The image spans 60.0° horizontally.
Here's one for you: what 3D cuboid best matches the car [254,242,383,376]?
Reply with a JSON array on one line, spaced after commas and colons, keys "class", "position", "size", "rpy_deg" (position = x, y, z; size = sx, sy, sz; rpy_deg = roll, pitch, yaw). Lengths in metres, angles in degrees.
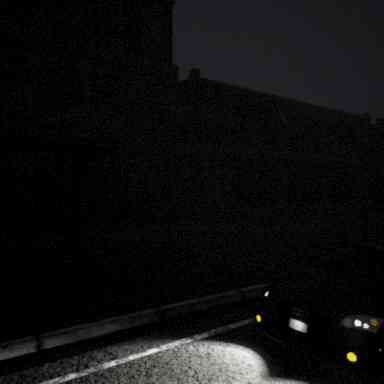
[{"class": "car", "position": [3.016, 1.588, 5.525], "size": [4.181, 1.385, 1.994], "rpy_deg": [1, 0, -35]}]
